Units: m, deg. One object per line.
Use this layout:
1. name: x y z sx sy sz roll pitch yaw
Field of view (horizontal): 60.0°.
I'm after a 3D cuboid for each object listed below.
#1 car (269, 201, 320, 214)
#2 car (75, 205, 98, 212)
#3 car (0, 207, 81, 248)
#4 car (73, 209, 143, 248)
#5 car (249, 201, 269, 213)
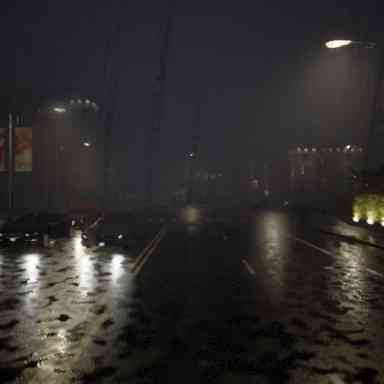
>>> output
1. car: 12.331 1.829 39.250 5.357 1.411 2.033 0 0 -16
2. car: -7.024 1.630 21.089 1.882 1.535 5.008 0 0 1
3. car: -6.997 1.635 15.419 1.837 1.490 4.892 0 -1 0
4. car: -3.496 1.663 15.539 2.033 1.411 5.357 0 0 0
5. car: 9.309 1.829 42.108 4.674 1.442 1.812 1 -1 -30
